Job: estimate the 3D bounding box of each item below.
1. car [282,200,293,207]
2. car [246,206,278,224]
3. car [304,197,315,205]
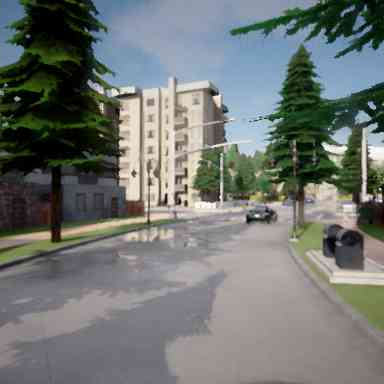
[{"bbox_3d":[19.843,2.263,68.507,2.033,1.411,5.357,0,-1,24],"label":"car"},{"bbox_3d":[5.856,1.838,27.628,1.994,1.385,4.181,0,-1,24],"label":"car"},{"bbox_3d":[26.119,1.978,73.867,2.097,1.767,4.553,0,-1,24],"label":"car"}]
